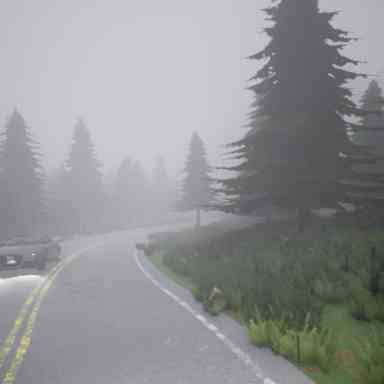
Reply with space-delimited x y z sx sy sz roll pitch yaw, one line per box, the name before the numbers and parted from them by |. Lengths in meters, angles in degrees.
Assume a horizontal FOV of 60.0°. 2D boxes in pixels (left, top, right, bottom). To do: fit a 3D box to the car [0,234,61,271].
car | -7.049 2.550 14.347 1.994 1.385 4.181 -2 -3 -10
